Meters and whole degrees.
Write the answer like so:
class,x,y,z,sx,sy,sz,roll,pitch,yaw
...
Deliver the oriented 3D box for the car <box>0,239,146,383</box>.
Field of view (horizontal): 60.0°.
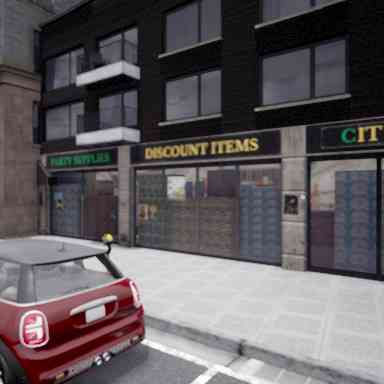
class,x,y,z,sx,sy,sz,roll,pitch,yaw
car,-2.701,1.440,5.000,4.097,1.590,1.967,0,0,35
